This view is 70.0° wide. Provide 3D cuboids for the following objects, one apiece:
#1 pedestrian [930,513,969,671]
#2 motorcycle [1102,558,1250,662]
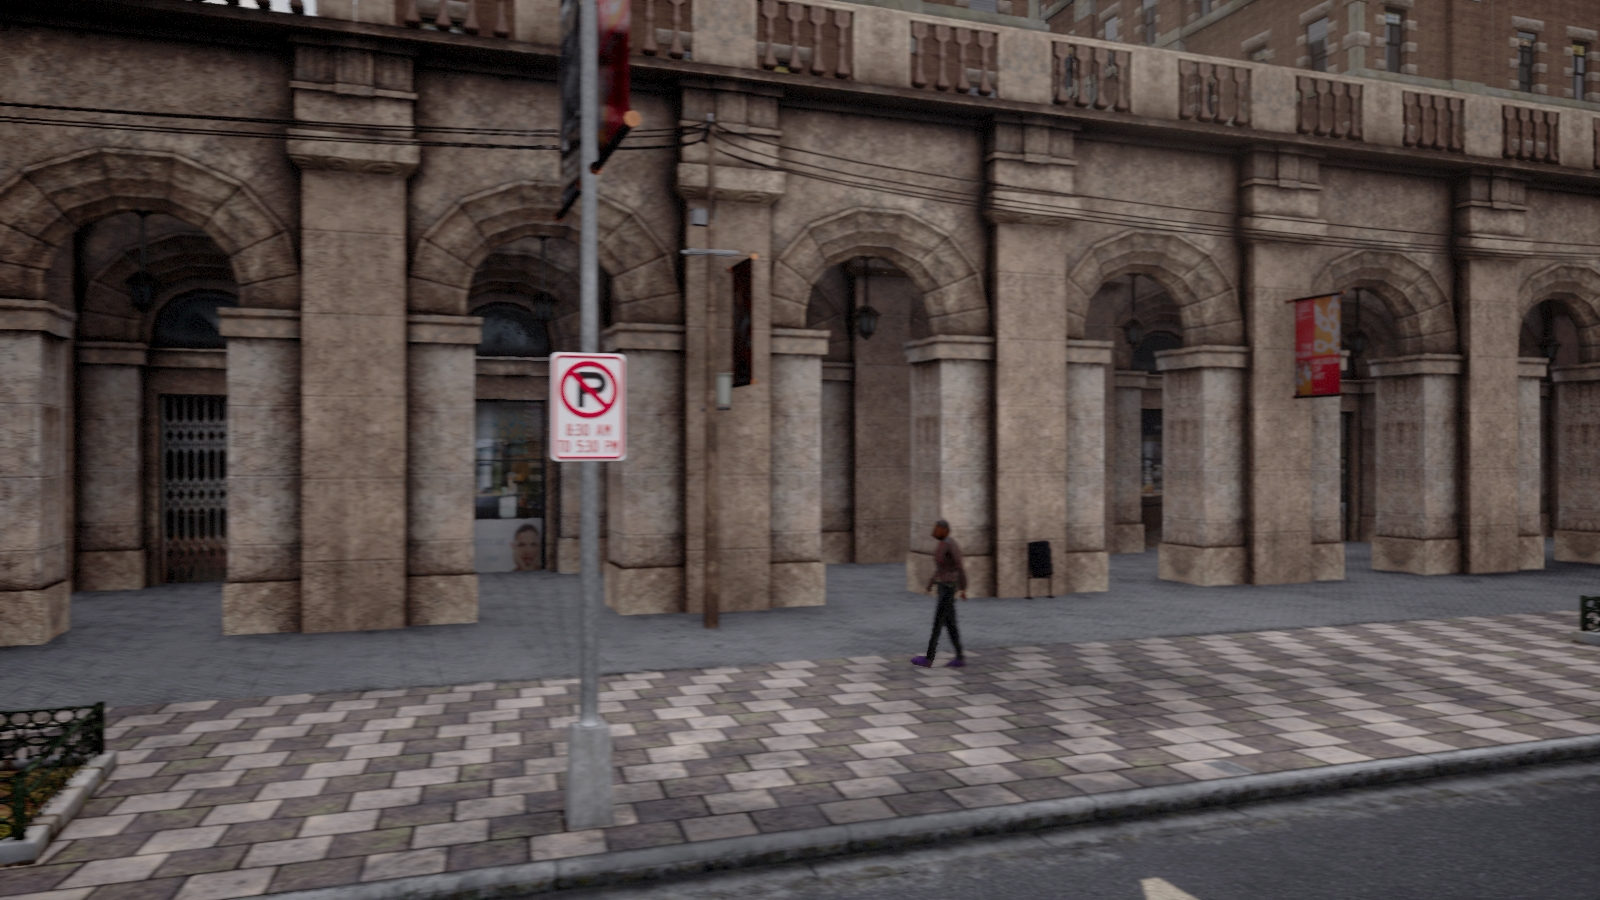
[{"bbox_3d":[1.798,1.696,13.770,0.375,1.860,0.375,0,0,-10],"label":"pedestrian"},{"bbox_3d":[5.198,2.182,15.825,1.805,1.236,0.856,0,0,-20],"label":"motorcycle"}]
